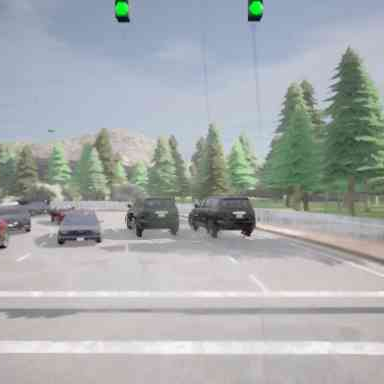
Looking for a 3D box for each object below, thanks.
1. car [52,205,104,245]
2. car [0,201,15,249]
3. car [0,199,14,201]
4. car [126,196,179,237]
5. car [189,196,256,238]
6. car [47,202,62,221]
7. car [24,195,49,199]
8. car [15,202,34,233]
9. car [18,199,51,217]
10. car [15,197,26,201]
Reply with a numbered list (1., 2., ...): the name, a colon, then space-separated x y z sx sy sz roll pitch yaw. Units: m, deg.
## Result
1. car: -5.416 1.581 16.277 2.033 1.411 5.357 0 0 -18
2. car: -8.021 1.376 11.451 2.097 1.767 4.553 0 0 -13
3. car: -23.231 1.681 38.861 4.674 1.442 1.812 0 0 31
4. car: -2.342 1.256 18.779 2.150 2.045 5.566 0 0 -19
5. car: 1.493 1.245 18.240 2.150 2.045 5.566 0 0 -16
6. car: -9.358 1.674 25.020 1.895 1.301 4.718 0 0 -31
7. car: -22.211 1.400 46.231 5.566 2.045 2.150 0 0 23
8. car: -10.630 1.564 19.861 1.837 1.490 4.892 0 0 -26
9. car: -15.271 1.679 32.908 4.181 1.385 1.994 0 0 45
10. car: -24.234 1.698 43.076 4.674 1.442 1.812 0 0 26
